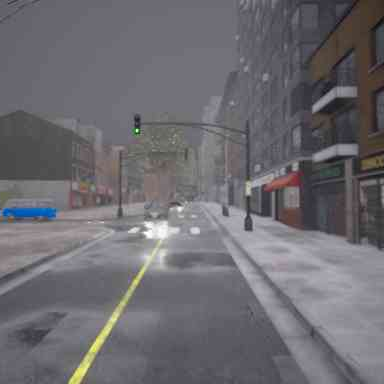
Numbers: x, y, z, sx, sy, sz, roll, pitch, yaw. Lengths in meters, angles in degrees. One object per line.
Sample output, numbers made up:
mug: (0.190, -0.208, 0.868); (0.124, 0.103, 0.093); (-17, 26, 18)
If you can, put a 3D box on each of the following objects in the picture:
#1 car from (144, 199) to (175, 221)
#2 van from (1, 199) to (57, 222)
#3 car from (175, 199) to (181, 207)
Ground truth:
car: (-2.774, 1.550, 27.187); (2.128, 1.511, 4.902); (-1, 0, 0)
van: (-12.939, 1.483, 26.583); (3.998, 1.788, 1.690); (0, -2, 0)
car: (-2.780, 1.797, 55.773); (1.895, 1.301, 4.718); (0, -1, 0)
